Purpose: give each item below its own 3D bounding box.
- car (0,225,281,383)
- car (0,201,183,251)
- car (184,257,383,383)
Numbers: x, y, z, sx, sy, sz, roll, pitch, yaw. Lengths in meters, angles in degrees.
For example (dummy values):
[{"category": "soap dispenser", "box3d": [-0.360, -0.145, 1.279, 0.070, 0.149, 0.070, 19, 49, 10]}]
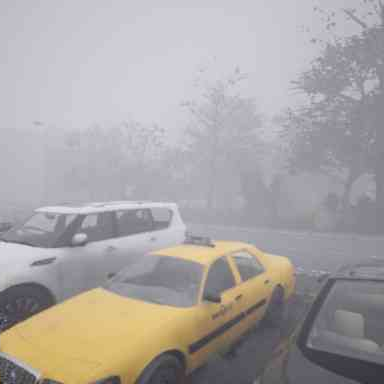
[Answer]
[{"category": "car", "box3d": [-0.079, 1.484, 4.969, 1.946, 1.575, 5.366, 0, 0, 35]}, {"category": "car", "box3d": [-2.253, 1.242, 6.704, 2.435, 2.045, 5.566, 0, 0, 35]}, {"category": "car", "box3d": [2.289, 1.481, 3.509, 2.231, 1.521, 4.892, 0, 0, 35]}]
